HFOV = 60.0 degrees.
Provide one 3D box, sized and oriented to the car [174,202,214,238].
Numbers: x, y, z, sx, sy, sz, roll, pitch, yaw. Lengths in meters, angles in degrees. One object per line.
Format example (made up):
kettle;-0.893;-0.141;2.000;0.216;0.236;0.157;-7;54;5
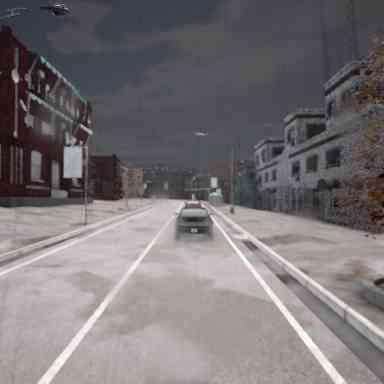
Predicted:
car;0.103;1.513;17.656;1.837;1.490;4.892;0;0;0

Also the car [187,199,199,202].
car;0.119;1.543;36.427;1.812;1.442;4.674;0;0;0
